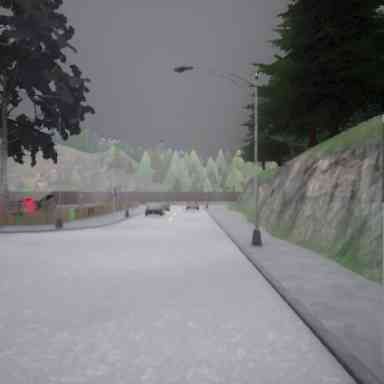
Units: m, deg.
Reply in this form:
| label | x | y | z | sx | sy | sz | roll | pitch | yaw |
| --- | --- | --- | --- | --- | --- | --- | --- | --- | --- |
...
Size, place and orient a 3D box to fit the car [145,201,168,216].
| label | x | y | z | sx | sy | sz | roll | pitch | yaw |
| --- | --- | --- | --- | --- | --- | --- | --- | --- | --- |
| car | -4.105 | 1.874 | 37.604 | 1.882 | 1.535 | 5.008 | 0 | -1 | 0 |

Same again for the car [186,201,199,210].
| label | x | y | z | sx | sy | sz | roll | pitch | yaw |
| --- | --- | --- | --- | --- | --- | --- | --- | --- | --- |
| car | 0.090 | 2.107 | 51.576 | 1.994 | 1.385 | 4.181 | 0 | -1 | 0 |

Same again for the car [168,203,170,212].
| label | x | y | z | sx | sy | sz | roll | pitch | yaw |
| --- | --- | --- | --- | --- | --- | --- | --- | --- | --- |
| car | -4.103 | 2.051 | 47.862 | 2.033 | 1.411 | 5.357 | 0 | -1 | 0 |
